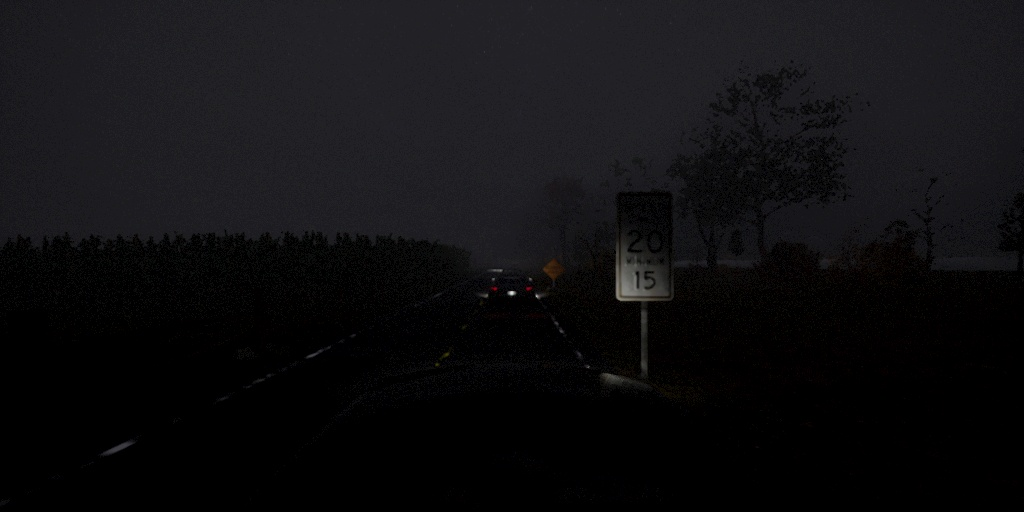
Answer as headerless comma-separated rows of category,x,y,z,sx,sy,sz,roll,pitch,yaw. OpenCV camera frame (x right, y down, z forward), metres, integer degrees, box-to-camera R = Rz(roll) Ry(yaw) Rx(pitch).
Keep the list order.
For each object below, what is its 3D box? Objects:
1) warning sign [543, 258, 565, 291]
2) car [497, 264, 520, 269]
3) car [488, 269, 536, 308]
warning sign,2.441,1.053,20.974,1.300,1.860,1.060,0,0,0
car,-0.012,1.643,30.959,1.895,1.301,4.718,0,-1,0
car,-0.003,1.453,16.133,1.994,1.385,4.181,0,-1,0
